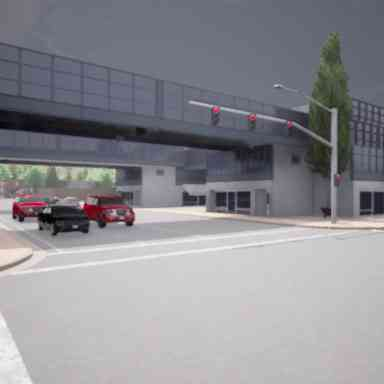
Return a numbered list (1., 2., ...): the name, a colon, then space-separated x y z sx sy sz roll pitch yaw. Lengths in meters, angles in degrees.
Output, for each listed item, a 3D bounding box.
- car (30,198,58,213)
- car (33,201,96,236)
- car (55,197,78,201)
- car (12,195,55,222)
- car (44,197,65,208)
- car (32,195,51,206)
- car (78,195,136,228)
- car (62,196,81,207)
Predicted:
1. car: -17.487 1.531 39.255 2.128 1.511 4.902 0 0 -35
2. car: -7.360 1.499 18.921 1.882 1.535 5.008 0 0 -35
3. car: -11.475 1.527 30.765 2.128 1.511 4.902 0 0 -35
4. car: -13.115 1.247 27.031 2.150 2.045 5.566 0 0 -35
5. car: -20.868 1.559 50.378 1.837 1.490 4.892 0 0 -35
6. car: -26.175 1.410 57.810 2.097 1.767 4.553 0 0 -36
7. car: -5.827 1.252 22.847 2.150 2.045 5.566 0 0 -33
8. car: -20.133 1.542 55.462 1.882 1.535 5.008 0 0 -34
